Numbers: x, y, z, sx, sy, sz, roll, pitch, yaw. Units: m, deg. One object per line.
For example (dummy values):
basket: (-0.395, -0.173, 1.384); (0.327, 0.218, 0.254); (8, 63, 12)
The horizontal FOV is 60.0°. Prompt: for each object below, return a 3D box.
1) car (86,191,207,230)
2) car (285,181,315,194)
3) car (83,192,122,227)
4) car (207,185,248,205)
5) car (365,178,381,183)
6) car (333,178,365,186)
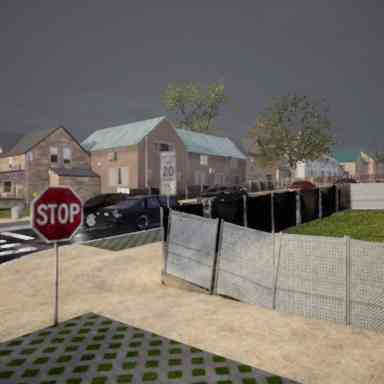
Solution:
car: (-1.887, 0.839, 15.627); (2.033, 1.411, 5.357); (0, 3, 41)
car: (11.539, -0.460, 35.329); (1.812, 1.442, 4.674); (0, 4, 41)
car: (-4.318, 0.787, 17.122); (1.882, 1.535, 5.008); (0, 3, 40)
car: (2.321, 0.270, 24.784); (1.837, 1.490, 4.892); (0, 3, 41)
car: (24.631, -1.284, 46.029); (1.895, 1.301, 4.718); (0, 3, 41)
car: (17.744, -0.834, 38.070); (1.882, 1.535, 5.008); (0, 3, 42)
